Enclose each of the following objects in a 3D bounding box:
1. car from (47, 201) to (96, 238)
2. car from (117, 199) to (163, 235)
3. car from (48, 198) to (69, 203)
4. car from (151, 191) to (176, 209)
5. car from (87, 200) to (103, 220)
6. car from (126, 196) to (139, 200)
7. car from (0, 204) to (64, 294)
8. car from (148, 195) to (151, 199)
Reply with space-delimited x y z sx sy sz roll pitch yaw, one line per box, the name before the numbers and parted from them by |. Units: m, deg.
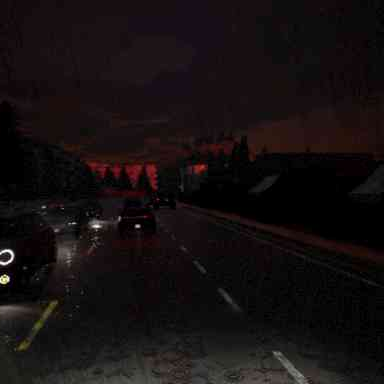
car | -6.681 1.496 17.738 2.128 1.511 4.902 -1 0 -10
car | -3.034 1.412 18.305 2.128 1.511 4.902 -1 0 -10
car | -12.699 1.375 31.457 2.097 1.767 4.553 -1 0 -10
car | -3.258 0.974 39.223 2.150 2.045 5.566 -1 0 -10
car | -8.459 1.465 27.633 1.837 1.490 4.892 -1 0 -10
car | -7.680 1.287 43.759 1.882 1.535 5.008 -1 1 -10
car | -5.070 1.395 8.802 2.097 1.767 4.553 -1 0 -10
car | -5.198 0.931 49.420 2.150 2.045 5.566 -1 1 -10
